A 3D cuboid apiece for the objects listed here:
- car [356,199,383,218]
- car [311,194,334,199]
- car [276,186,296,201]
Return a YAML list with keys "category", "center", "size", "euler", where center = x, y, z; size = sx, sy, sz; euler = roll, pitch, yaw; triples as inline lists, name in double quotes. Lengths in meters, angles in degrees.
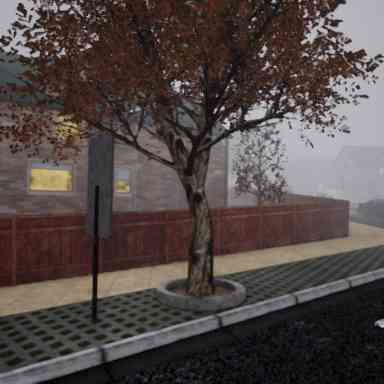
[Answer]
- category: "car"
  center: [12.942, 1.167, 21.779]
  size: [2.033, 1.411, 5.357]
  euler: [1, 2, -3]
- category: "car"
  center: [12.393, 0.857, 31.733]
  size: [1.994, 1.385, 4.181]
  euler: [1, 2, -3]
- category: "car"
  center: [11.834, 0.443, 42.013]
  size: [1.882, 1.535, 5.008]
  euler: [1, 2, -3]
